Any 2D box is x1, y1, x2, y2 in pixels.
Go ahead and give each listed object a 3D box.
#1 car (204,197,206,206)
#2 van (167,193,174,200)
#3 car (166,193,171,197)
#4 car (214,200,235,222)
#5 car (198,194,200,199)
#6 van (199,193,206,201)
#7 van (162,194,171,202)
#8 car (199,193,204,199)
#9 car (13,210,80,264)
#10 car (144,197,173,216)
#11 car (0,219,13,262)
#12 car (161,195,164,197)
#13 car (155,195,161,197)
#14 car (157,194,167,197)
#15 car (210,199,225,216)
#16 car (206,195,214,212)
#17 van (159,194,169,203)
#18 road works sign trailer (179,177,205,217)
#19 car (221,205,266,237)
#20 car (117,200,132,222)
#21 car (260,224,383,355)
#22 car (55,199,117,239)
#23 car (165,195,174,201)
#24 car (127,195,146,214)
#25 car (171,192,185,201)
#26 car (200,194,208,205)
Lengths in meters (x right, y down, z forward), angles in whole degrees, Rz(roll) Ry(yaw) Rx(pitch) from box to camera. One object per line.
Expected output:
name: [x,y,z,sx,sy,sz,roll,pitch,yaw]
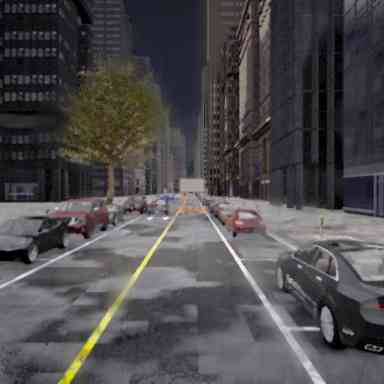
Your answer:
car: [2.760,1.513,40.132,1.947,1.339,4.313,0,0,0]
van: [-5.769,1.246,91.221,1.690,1.788,3.998,0,0,0]
car: [-5.767,1.240,62.833,2.192,1.841,5.009,0,0,0]
car: [2.760,1.492,23.269,1.752,1.417,4.829,0,0,0]
car: [2.758,1.471,68.520,2.008,1.369,4.403,0,0,0]
van: [2.757,1.250,85.553,1.690,1.788,3.998,0,0,0]
van: [-5.768,1.257,74.188,1.690,1.788,3.998,0,0,0]
car: [2.758,1.371,57.164,1.967,1.590,4.097,0,0,0]
car: [-5.764,1.548,11.737,1.947,1.339,4.313,0,0,0]
car: [-3.098,1.481,31.814,1.812,1.442,4.674,0,0,0]
car: [-5.764,1.305,6.059,2.192,1.841,5.009,0,0,0]
car: [-5.766,1.517,51.479,1.802,1.307,4.206,0,0,0]
car: [-5.766,1.466,45.631,1.752,1.417,4.829,0,0,0]
car: [-5.767,1.512,57.156,1.802,1.307,4.206,0,0,0]
car: [2.760,1.541,28.777,1.802,1.307,4.206,0,0,0]
car: [2.760,1.393,34.455,1.967,1.590,4.097,0,0,0]
van: [-5.767,1.261,68.511,1.690,1.788,3.998,0,0,0]
road works sign trailer: [-0.001,0.422,30.509,2.380,3.560,2.880,0,0,0]
car: [2.761,1.556,17.422,1.802,1.307,4.206,0,0,0]
car: [-5.764,1.517,23.091,2.008,1.369,4.403,0,0,0]
car: [2.761,1.542,6.067,2.008,1.369,4.403,0,0,0]
car: [-5.764,1.289,17.414,2.192,1.841,5.009,0,0,0]
car: [-5.768,1.490,85.543,1.802,1.307,4.206,0,0,0]
car: [-5.765,1.267,34.445,2.192,1.841,5.009,0,0,0]
car: [-3.003,1.161,72.421,1.812,1.442,4.674,0,0,0]
car: [2.759,1.487,51.487,2.008,1.369,4.403,0,0,0]
